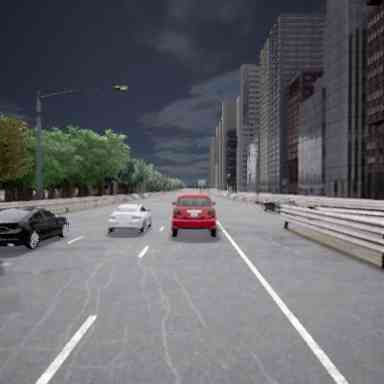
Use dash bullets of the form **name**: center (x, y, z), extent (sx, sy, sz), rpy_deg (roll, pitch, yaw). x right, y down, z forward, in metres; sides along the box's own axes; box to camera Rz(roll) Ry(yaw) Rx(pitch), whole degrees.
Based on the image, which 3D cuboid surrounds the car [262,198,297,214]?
- **car**: center (8.544, 1.322, 32.866), extent (2.128, 1.511, 4.902), rpy_deg (0, 0, -11)

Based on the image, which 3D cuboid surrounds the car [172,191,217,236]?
- **car**: center (0.100, 1.110, 17.747), extent (2.150, 2.045, 5.566), rpy_deg (0, 0, 0)

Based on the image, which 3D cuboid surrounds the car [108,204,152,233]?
- **car**: center (-3.385, 1.409, 18.642), extent (1.812, 1.442, 4.674), rpy_deg (0, 0, 0)

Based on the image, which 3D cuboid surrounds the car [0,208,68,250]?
- **car**: center (-6.888, 1.389, 14.000), extent (1.882, 1.535, 5.008), rpy_deg (0, 0, 0)
